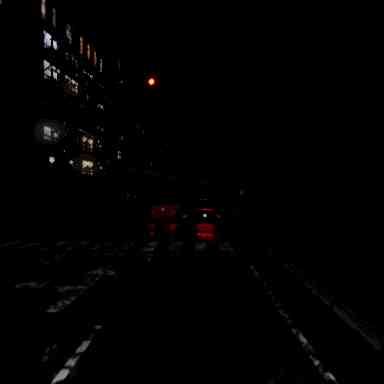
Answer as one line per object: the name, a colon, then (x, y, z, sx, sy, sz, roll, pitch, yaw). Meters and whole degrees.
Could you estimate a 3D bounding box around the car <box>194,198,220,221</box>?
car: (1.196, 1.530, 27.842, 1.837, 1.490, 4.892, 0, 0, 4)

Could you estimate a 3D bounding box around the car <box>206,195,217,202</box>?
car: (4.676, 1.554, 79.442, 2.097, 1.767, 4.553, 0, 0, 12)

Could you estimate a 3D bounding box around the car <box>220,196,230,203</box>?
car: (7.956, 1.685, 79.262, 1.882, 1.535, 5.008, 0, 0, 12)

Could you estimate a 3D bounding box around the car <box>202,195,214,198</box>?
car: (2.811, 1.696, 69.279, 1.837, 1.490, 4.892, 0, 0, 10)

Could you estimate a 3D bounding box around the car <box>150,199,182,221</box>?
car: (-2.068, 1.377, 27.696, 2.097, 1.767, 4.553, 0, 0, 4)

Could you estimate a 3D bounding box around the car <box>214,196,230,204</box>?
car: (6.160, 1.745, 69.562, 1.994, 1.385, 4.181, 0, 0, 10)
